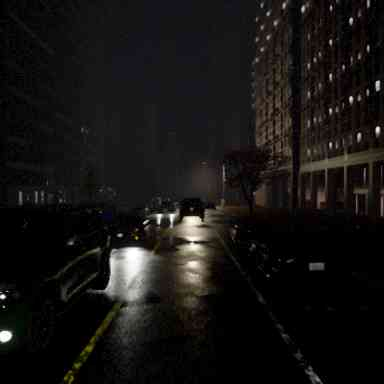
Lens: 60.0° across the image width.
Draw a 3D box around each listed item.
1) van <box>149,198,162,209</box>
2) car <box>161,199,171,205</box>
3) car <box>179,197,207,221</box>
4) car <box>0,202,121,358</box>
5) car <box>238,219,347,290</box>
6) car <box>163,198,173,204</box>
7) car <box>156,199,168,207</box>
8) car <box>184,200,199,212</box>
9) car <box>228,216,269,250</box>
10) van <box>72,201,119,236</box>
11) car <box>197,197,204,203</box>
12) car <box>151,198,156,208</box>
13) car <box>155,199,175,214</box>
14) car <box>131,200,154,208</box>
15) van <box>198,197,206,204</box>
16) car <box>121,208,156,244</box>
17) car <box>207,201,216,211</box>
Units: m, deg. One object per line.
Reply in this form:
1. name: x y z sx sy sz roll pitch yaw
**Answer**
1. van: -5.859 1.833 54.148 1.690 1.788 3.998 -1 -1 0
2. car: -5.921 2.265 76.646 2.008 1.369 4.403 -1 -1 0
3. car: -0.013 1.483 29.944 2.150 2.045 5.566 0 0 0
4. car: -3.116 1.279 6.431 2.150 2.045 5.566 0 0 0
5. car: 2.657 1.642 9.173 1.947 1.339 4.313 -1 0 0
6. car: -5.938 2.322 82.271 2.008 1.369 4.403 -1 -1 0
7. car: -5.888 2.146 65.396 1.887 1.381 4.507 -1 -1 0
8. car: -0.055 1.890 46.332 1.882 1.535 5.008 0 -1 0
9. car: 2.641 1.689 14.798 1.947 1.339 4.313 -1 0 0
10. van: -5.760 1.520 20.400 1.690 1.788 3.998 -1 0 0
11. car: 2.407 2.322 93.546 1.967 1.590 4.097 -1 -1 0
12. car: -5.822 1.908 42.728 1.752 1.417 4.829 -1 -1 0
13. car: -3.132 1.892 41.297 1.812 1.442 4.674 0 -1 0
14. car: -5.806 1.882 37.272 2.008 1.369 4.403 -1 -1 0
15. van: 2.438 2.106 82.298 1.690 1.788 3.998 -1 -1 0
16. car: -3.133 1.707 16.469 1.994 1.385 4.181 0 -1 0
17. car: 2.542 2.013 48.547 1.802 1.307 4.206 -1 -1 0
